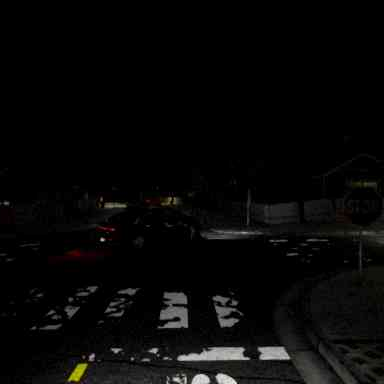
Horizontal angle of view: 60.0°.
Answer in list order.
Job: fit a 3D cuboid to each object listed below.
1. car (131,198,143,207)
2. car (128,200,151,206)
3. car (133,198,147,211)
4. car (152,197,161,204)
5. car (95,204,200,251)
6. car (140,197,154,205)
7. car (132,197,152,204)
[{"bbox_3d":[-9.412,1.734,56.589,1.837,1.490,4.892,0,0,-13],"label":"car"},{"bbox_3d":[-4.381,1.586,26.205,1.812,1.442,4.674,0,0,-6],"label":"car"},{"bbox_3d":[-7.143,1.645,45.274,1.837,1.490,4.892,0,0,-11],"label":"car"},{"bbox_3d":[-6.570,1.571,56.807,2.097,1.767,4.553,0,-1,-14],"label":"car"},{"bbox_3d":[-1.711,1.504,14.373,4.892,1.490,1.837,-2,4,-45],"label":"car"},{"bbox_3d":[-9.024,1.823,66.625,2.128,1.511,4.902,0,-1,-16],"label":"car"},{"bbox_3d":[-5.527,1.573,35.401,1.882,1.535,5.008,0,0,-8],"label":"car"}]
